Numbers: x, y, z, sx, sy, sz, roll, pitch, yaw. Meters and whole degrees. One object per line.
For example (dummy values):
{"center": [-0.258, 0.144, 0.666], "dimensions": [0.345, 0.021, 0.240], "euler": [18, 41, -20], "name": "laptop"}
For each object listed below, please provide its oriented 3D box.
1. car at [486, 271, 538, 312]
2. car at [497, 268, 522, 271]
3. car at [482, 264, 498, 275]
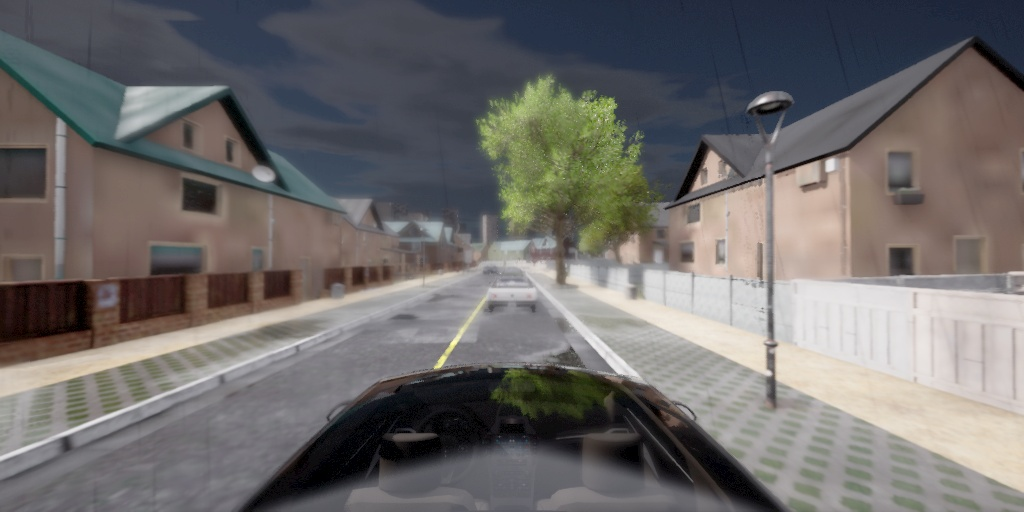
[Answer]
{"center": [0.023, 1.490, 15.087], "dimensions": [1.895, 1.301, 4.718], "euler": [0, -1, 0], "name": "car"}
{"center": [0.028, 1.645, 30.086], "dimensions": [1.895, 1.301, 4.718], "euler": [0, -1, 0], "name": "car"}
{"center": [-2.754, 1.777, 47.088], "dimensions": [1.994, 1.385, 4.181], "euler": [0, -1, 0], "name": "car"}
